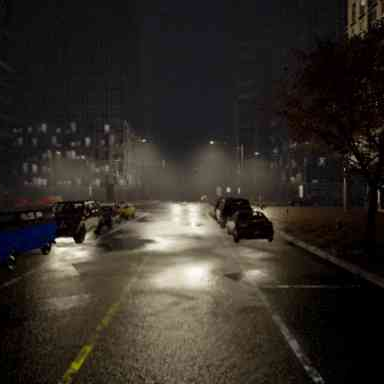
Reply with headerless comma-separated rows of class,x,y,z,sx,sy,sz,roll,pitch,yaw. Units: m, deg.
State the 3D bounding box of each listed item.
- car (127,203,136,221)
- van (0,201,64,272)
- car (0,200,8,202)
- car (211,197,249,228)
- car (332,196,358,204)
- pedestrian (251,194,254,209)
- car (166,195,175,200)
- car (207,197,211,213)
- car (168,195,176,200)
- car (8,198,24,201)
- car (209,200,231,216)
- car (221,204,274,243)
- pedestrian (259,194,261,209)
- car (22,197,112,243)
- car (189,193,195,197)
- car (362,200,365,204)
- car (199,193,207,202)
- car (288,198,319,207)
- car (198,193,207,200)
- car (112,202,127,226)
car,-5.702,1.501,27.069,1.752,1.417,4.829,-1,0,0
van,-5.707,1.332,10.361,1.690,1.788,3.998,-1,0,0
car,-27.486,1.757,44.112,4.313,1.339,1.947,0,1,-5
car,2.674,1.296,21.612,2.192,1.841,5.009,-1,0,0
car,26.443,1.258,57.504,4.313,1.339,1.947,0,1,-5
pedestrian,7.139,1.115,39.410,0.375,1.860,0.375,-1,1,0
car,-5.832,1.457,88.032,1.947,1.339,4.313,-1,0,0
car,2.674,1.290,27.238,2.192,1.841,5.009,-1,0,0
car,-5.661,1.446,93.707,1.947,1.339,4.313,-1,0,0
car,-28.194,1.594,52.471,4.206,1.307,1.802,0,1,-5
car,2.681,1.551,32.863,1.802,1.307,4.206,-1,0,0
car,2.678,1.531,15.986,1.887,1.381,4.507,-1,0,0
pedestrian,8.139,1.138,40.010,0.375,1.860,0.375,-1,1,0
car,-5.707,1.301,15.987,2.192,1.841,5.009,-1,0,0
car,0.008,1.292,92.909,1.895,1.301,4.718,0,0,0
car,27.386,1.451,49.177,4.206,1.307,1.802,0,1,-5
car,2.813,1.444,72.401,1.752,1.417,4.829,-1,0,0
car,16.132,1.501,48.138,4.313,1.339,1.947,0,1,-5
car,2.720,1.208,87.481,2.192,1.841,5.009,-1,0,0
car,-5.701,1.563,21.614,1.802,1.307,4.206,-1,0,0
